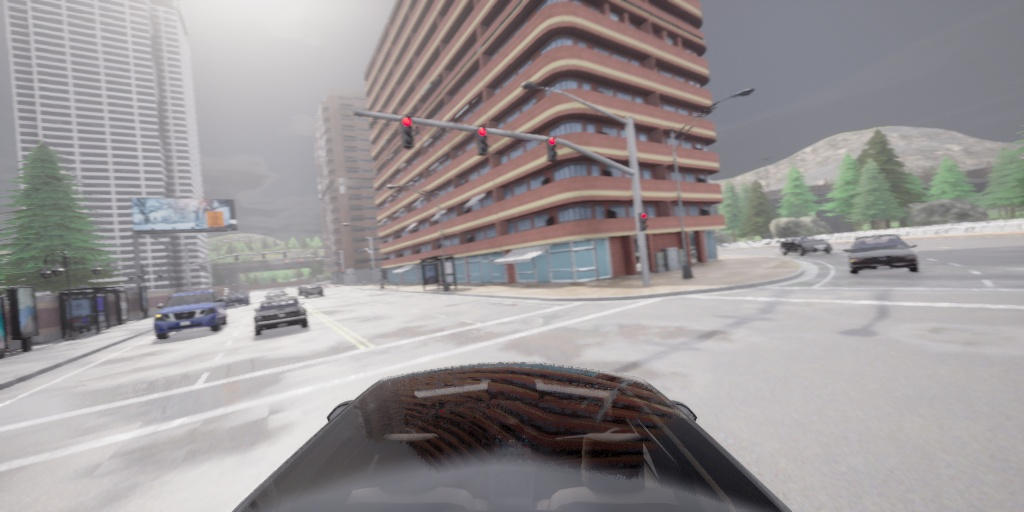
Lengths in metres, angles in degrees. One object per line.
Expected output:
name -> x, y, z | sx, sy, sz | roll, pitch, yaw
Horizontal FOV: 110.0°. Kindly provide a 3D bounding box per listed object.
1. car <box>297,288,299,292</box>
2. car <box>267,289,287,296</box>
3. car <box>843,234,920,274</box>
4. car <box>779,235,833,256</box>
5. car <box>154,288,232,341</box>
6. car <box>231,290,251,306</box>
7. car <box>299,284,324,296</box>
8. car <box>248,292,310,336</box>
car -> -29.291, 4.770, 50.986 | 2.128, 1.511, 4.902 | -5, -1, -34
car -> -23.018, 4.015, 35.126 | 2.033, 1.411, 5.357 | -5, -1, -34
car -> 14.979, -0.153, 14.671 | 2.033, 1.411, 5.357 | -6, -1, 44
car -> 22.264, -0.825, 27.396 | 2.128, 1.511, 4.902 | -6, 0, 17
car -> -15.828, 2.769, 17.940 | 2.150, 2.045, 5.566 | -5, -1, -34
car -> -29.493, 4.518, 38.604 | 2.097, 1.767, 4.553 | -5, -1, -33
car -> -23.200, 4.049, 41.917 | 2.128, 1.511, 4.902 | -5, -1, -33
car -> -10.277, 2.560, 15.947 | 1.895, 1.301, 4.718 | -5, -1, -34
